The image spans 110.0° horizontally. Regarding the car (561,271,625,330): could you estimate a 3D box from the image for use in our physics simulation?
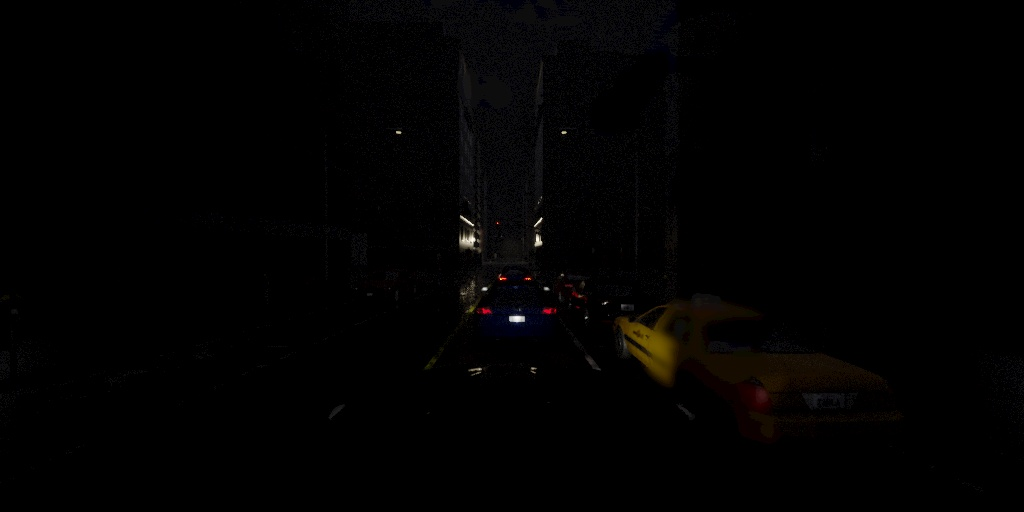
[{"bbox_3d":[2.875,1.313,10.965,1.948,1.339,4.313,0,0,0],"label":"car"}]

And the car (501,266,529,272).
[{"bbox_3d":[0.104,1.270,19.664,1.812,1.442,4.674,0,0,-2],"label":"car"}]

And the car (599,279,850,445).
[{"bbox_3d":[2.874,1.274,5.549,1.751,1.417,4.829,0,0,0],"label":"car"}]

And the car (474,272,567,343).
[{"bbox_3d":[0.101,1.312,9.649,1.994,1.385,4.181,0,0,0],"label":"car"}]

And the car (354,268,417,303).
[{"bbox_3d":[-5.669,1.290,16.549,1.888,1.381,4.507,0,0,0],"label":"car"}]

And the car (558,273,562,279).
[{"bbox_3d":[2.876,1.327,16.551,1.802,1.307,4.207,0,0,0],"label":"car"}]
